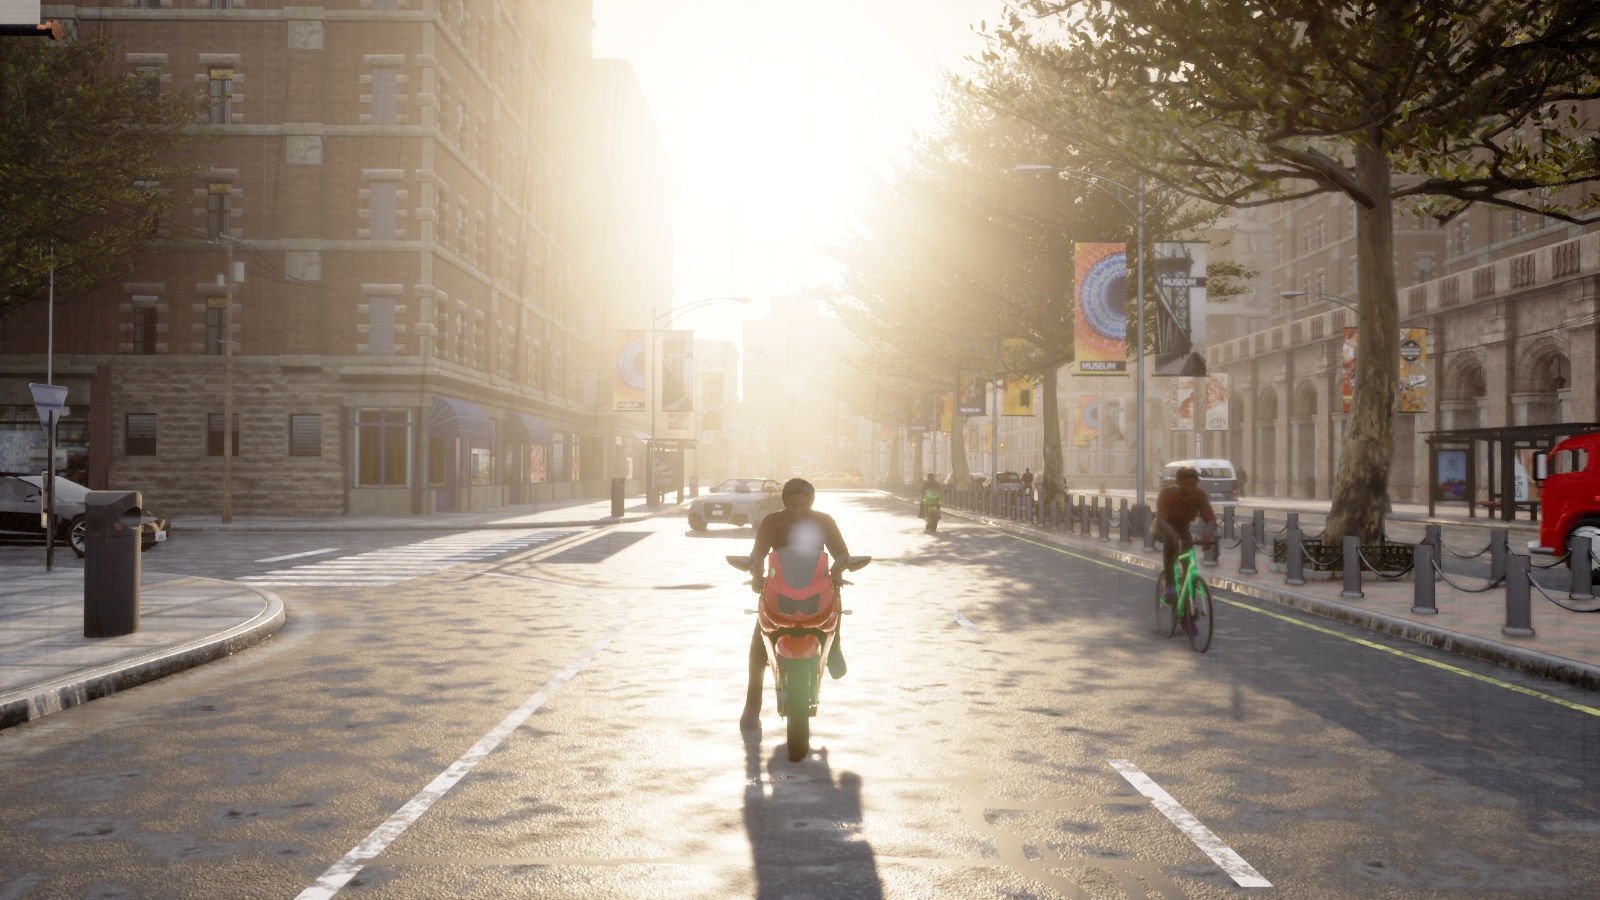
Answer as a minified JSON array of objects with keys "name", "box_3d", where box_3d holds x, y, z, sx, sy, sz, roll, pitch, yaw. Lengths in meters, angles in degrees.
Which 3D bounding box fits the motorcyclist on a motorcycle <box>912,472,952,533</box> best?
[{"name":"motorcyclist on a motorcycle","box_3d":[3.414,1.329,32.591,0.797,1.523,2.044,0,-1,0]}]

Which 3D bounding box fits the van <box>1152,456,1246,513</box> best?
[{"name":"van","box_3d":[14.875,1.267,47.060,2.069,2.038,4.480,0,-1,0]}]

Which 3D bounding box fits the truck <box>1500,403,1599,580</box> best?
[{"name":"truck","box_3d":[12.725,0.561,16.978,2.627,2.467,5.204,0,-1,-20]}]

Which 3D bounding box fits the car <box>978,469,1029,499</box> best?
[{"name":"car","box_3d":[11.311,1.873,70.087,2.033,1.649,4.856,0,-1,0]}]

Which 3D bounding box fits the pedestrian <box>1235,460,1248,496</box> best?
[{"name":"pedestrian","box_3d":[24.259,1.530,68.983,0.423,1.949,0.788,0,-1,0]}]

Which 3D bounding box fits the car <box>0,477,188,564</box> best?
[{"name":"car","box_3d":[-14.050,1.253,22.836,4.792,1.488,2.163,0,-1,-1]}]

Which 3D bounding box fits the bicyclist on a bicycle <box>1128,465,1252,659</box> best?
[{"name":"bicyclist on a bicycle","box_3d":[3.470,0.943,11.295,0.582,1.620,1.656,0,-1,0]}]

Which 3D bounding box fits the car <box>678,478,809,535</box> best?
[{"name":"car","box_3d":[-1.408,1.443,33.341,1.994,1.385,4.181,-1,-1,20]}]

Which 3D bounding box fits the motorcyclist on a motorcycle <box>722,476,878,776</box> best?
[{"name":"motorcyclist on a motorcycle","box_3d":[-0.005,0.922,7.471,0.797,1.523,2.044,0,-1,0]}]

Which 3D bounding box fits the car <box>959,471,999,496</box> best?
[{"name":"car","box_3d":[11.291,2.105,79.474,1.837,1.490,4.892,0,-1,0]}]
